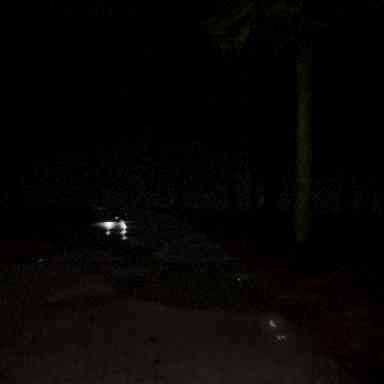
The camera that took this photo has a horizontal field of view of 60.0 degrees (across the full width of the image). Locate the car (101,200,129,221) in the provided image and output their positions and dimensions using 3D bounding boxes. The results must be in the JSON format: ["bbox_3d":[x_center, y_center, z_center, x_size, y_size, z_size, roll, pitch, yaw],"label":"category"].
[{"bbox_3d":[-6.505,1.680,28.780,2.033,1.411,5.357,0,0,-13],"label":"car"}]

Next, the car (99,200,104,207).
[{"bbox_3d":[-18.418,2.439,69.040,2.033,1.411,5.357,0,-1,-16],"label":"car"}]

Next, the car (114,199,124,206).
[{"bbox_3d":[-17.174,2.478,78.252,1.837,1.490,4.892,0,-1,-7],"label":"car"}]

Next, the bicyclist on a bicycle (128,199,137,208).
[{"bbox_3d":[-8.805,1.833,50.962,0.866,1.612,1.509,1,-2,-18],"label":"bicyclist on a bicycle"}]

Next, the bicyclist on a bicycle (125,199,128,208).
[{"bbox_3d":[-11.589,2.046,59.567,0.866,1.612,1.509,-1,0,-18],"label":"bicyclist on a bicycle"}]
